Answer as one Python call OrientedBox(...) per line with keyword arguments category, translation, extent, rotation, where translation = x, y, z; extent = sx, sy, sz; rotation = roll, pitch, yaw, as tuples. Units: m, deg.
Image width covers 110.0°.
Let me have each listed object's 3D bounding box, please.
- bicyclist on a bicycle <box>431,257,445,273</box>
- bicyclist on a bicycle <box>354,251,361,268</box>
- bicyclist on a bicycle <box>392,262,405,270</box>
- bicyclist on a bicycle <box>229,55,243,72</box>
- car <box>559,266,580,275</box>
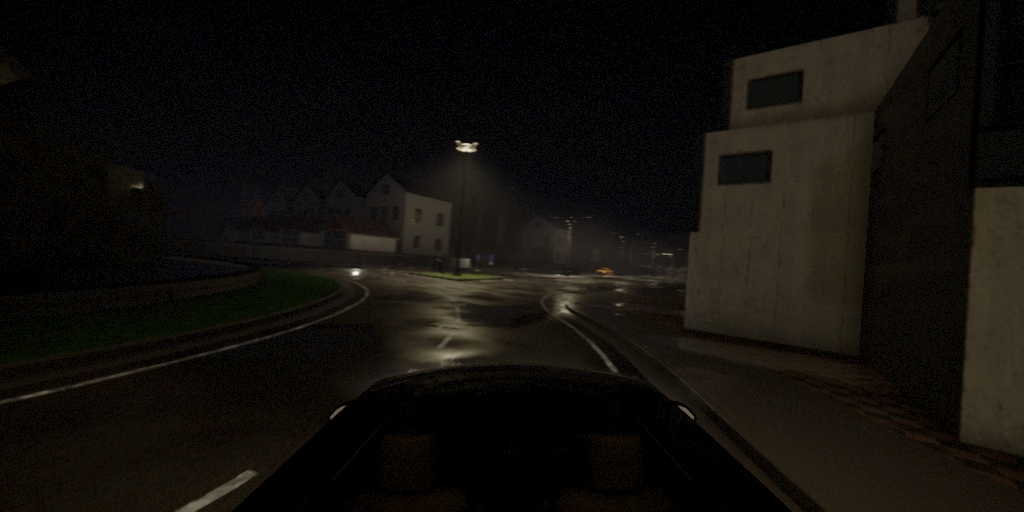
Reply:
OrientedBox(category="bicyclist on a bicycle", translation=(-6.963, 0.875, 33.550), extent=(1.656, 1.620, 0.582), rotation=(-6, -6, 29))
OrientedBox(category="bicyclist on a bicycle", translation=(-15.019, 0.365, 34.982), extent=(0.582, 1.620, 1.656), rotation=(4, 0, -11))
OrientedBox(category="bicyclist on a bicycle", translation=(-11.802, 1.076, 36.578), extent=(1.620, 0.582, 1.656), rotation=(-32, -3, 24))
OrientedBox(category="bicyclist on a bicycle", translation=(-29.625, -20.574, 38.632), extent=(1.656, 0.582, 1.620), rotation=(25, -41, 2))
OrientedBox(category="car", translation=(9.306, 2.371, 58.029), extent=(1.837, 1.490, 4.892), rotation=(4, -1, 36))
